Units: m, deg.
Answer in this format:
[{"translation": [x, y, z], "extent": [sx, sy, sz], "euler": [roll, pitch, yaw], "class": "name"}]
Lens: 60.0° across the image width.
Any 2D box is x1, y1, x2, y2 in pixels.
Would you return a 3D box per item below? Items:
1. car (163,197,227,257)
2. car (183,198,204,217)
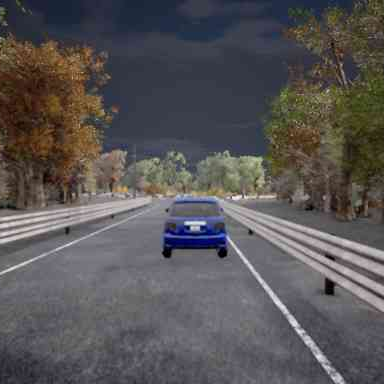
[{"translation": [0.100, 1.213, 13.070], "extent": [2.150, 2.045, 5.566], "euler": [0, 0, 0], "class": "car"}, {"translation": [0.101, 1.451, 32.334], "extent": [1.882, 1.535, 5.008], "euler": [0, 0, 0], "class": "car"}]
